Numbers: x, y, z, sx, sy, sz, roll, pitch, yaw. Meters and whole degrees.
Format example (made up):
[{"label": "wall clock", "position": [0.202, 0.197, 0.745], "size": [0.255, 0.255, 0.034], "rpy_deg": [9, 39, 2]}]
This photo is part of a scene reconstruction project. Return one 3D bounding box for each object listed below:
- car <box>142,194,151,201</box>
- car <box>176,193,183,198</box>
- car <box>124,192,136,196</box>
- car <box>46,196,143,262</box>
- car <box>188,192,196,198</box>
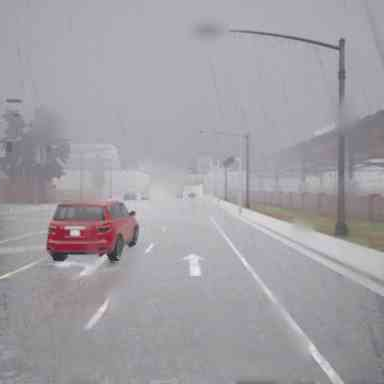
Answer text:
[{"label": "car", "position": [-10.525, 1.231, 75.558], "size": [1.882, 1.535, 5.008], "rpy_deg": [0, 1, 0]}, {"label": "car", "position": [-3.532, 0.995, 94.398], "size": [2.128, 1.511, 4.902], "rpy_deg": [0, 1, 0]}, {"label": "car", "position": [-14.025, 0.982, 75.127], "size": [2.150, 2.045, 5.566], "rpy_deg": [0, 1, 0]}, {"label": "car", "position": [-3.495, 1.315, 12.663], "size": [2.150, 2.045, 5.566], "rpy_deg": [0, 0, 0]}, {"label": "car", "position": [-0.032, 0.826, 94.368], "size": [2.097, 1.767, 4.553], "rpy_deg": [0, 1, 0]}]
